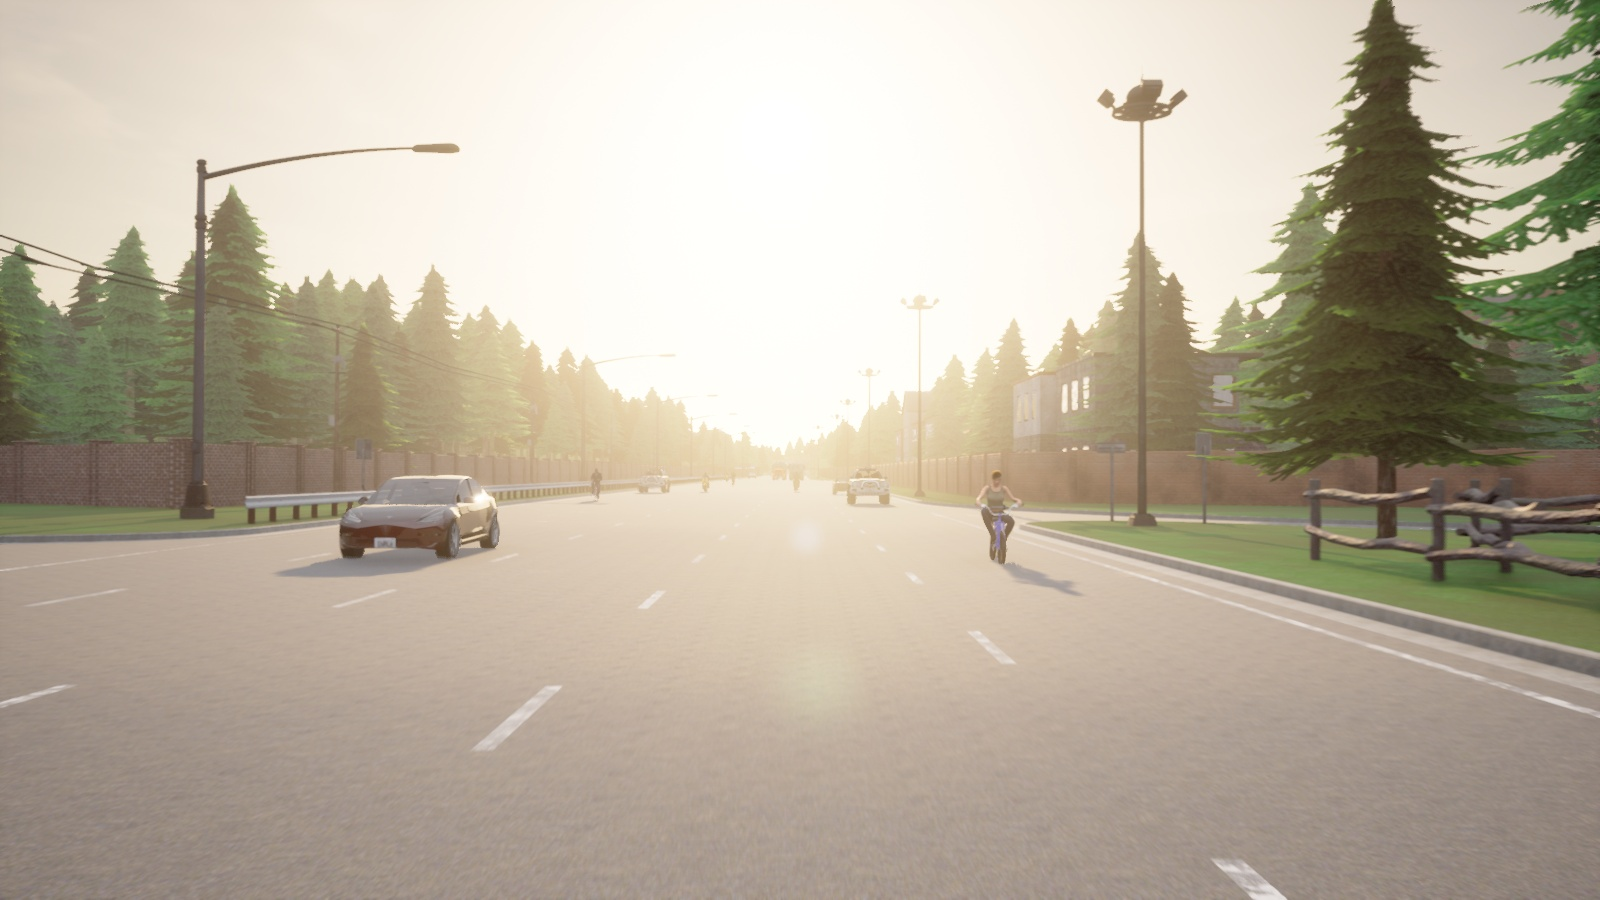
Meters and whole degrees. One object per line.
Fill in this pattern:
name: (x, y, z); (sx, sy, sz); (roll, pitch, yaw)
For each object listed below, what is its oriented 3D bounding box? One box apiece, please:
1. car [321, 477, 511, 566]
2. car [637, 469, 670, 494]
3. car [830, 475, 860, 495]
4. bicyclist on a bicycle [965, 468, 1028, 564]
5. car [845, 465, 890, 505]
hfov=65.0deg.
car: (-7.092, 1.266, 23.787); (2.163, 1.488, 4.792); (0, -1, 0)
car: (-10.859, 2.317, 93.188); (1.932, 1.855, 4.605); (0, -1, 0)
car: (3.160, 2.452, 88.403); (1.895, 1.301, 4.718); (0, -1, 0)
bicyclist on a bicycle: (3.419, 1.122, 21.959); (0.866, 1.612, 1.509); (0, -1, 0)
car: (3.262, 1.698, 61.587); (1.932, 1.855, 4.605); (0, -1, 0)
